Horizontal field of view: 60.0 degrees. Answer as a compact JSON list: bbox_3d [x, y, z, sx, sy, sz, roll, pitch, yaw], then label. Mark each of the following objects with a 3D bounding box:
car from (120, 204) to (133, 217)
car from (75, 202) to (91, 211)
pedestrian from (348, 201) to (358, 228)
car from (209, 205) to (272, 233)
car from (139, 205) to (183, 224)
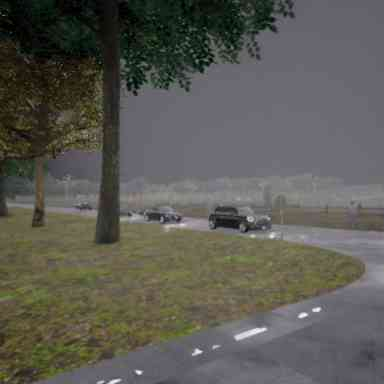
[{"bbox_3d":[-8.693,2.210,39.265,1.837,1.490,4.892,-1,0,-35],"label":"car"},{"bbox_3d":[-19.588,2.553,59.824,1.837,1.490,4.892,-1,-1,-35],"label":"car"},{"bbox_3d":[10.684,1.463,22.105,0.375,1.860,0.375,-3,1,-35],"label":"pedestrian"},{"bbox_3d":[3.154,1.685,22.422,2.097,1.767,4.553,-1,0,-35],"label":"car"},{"bbox_3d":[-2.729,2.025,30.781,1.837,1.490,4.892,-1,0,-35],"label":"car"}]
